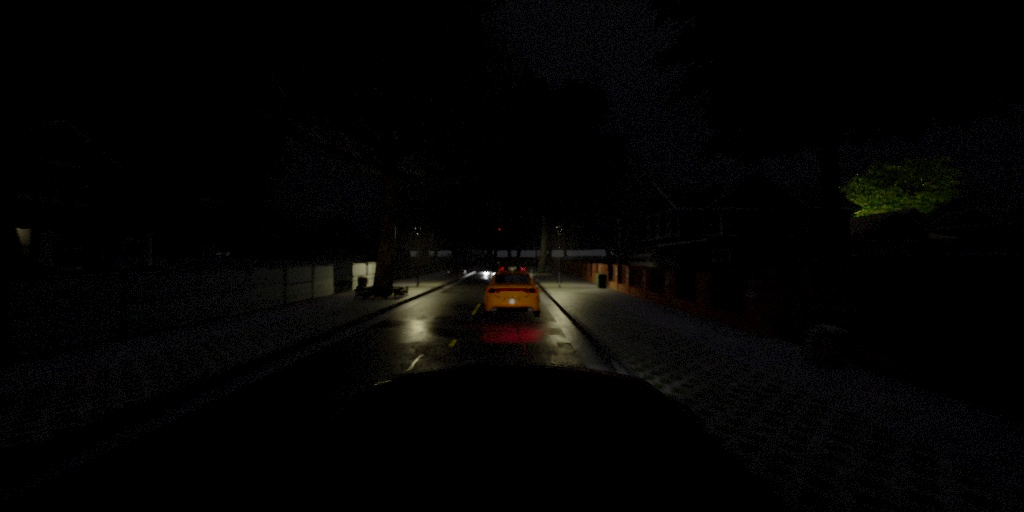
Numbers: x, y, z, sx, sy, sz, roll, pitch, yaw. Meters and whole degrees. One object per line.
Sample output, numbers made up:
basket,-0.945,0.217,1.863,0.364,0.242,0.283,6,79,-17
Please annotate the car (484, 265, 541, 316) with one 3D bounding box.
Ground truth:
car,0.034,1.282,13.687,1.882,1.535,5.008,0,0,1

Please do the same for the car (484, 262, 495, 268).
car,-2.786,1.434,49.766,1.895,1.301,4.718,0,0,1

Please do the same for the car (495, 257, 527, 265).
car,0.031,1.064,28.302,2.150,2.045,5.566,0,0,0
